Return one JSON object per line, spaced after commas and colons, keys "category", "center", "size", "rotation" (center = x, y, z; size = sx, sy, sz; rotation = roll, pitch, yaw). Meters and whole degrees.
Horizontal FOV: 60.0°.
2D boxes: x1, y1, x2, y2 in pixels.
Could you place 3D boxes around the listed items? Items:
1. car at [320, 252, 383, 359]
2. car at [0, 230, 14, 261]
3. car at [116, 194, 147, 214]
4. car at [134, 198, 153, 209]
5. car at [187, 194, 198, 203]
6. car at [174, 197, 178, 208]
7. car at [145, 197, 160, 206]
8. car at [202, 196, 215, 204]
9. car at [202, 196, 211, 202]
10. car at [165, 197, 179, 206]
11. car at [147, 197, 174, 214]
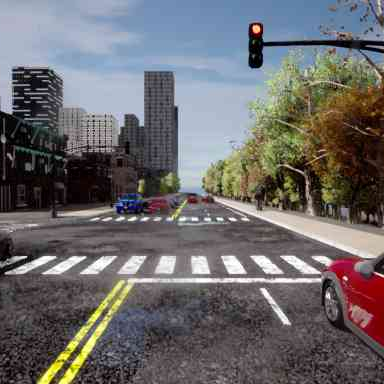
{"category": "car", "center": [3.350, 1.351, 4.160], "size": [2.097, 1.767, 4.553], "rotation": [0, 0, 0]}
{"category": "car", "center": [-6.743, 1.563, 9.441], "size": [1.994, 1.385, 4.181], "rotation": [0, 0, -9]}
{"category": "car", "center": [-6.568, 1.210, 35.782], "size": [2.150, 2.045, 5.566], "rotation": [0, 0, 0]}
{"category": "car", "center": [-6.563, 1.585, 45.529], "size": [1.895, 1.301, 4.718], "rotation": [0, 0, 0]}
{"category": "car", "center": [0.131, 1.539, 65.975], "size": [1.994, 1.385, 4.181], "rotation": [0, 0, 0]}
{"category": "car", "center": [-3.311, 1.532, 45.429], "size": [2.033, 1.411, 5.357], "rotation": [0, 0, 0]}
{"category": "car", "center": [-6.546, 1.544, 55.558], "size": [1.994, 1.385, 4.181], "rotation": [0, 0, 1]}
{"category": "car", "center": [3.379, 1.453, 65.332], "size": [1.882, 1.535, 5.008], "rotation": [0, 0, 0]}
{"category": "car", "center": [3.285, 1.523, 75.475], "size": [1.994, 1.385, 4.181], "rotation": [0, 0, 0]}
{"category": "car", "center": [-3.299, 1.527, 56.002], "size": [2.033, 1.411, 5.357], "rotation": [0, 0, 0]}
{"category": "car", "center": [-3.321, 1.467, 35.531], "size": [1.882, 1.535, 5.008], "rotation": [0, 0, 0]}
